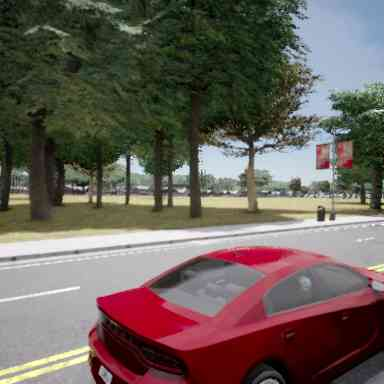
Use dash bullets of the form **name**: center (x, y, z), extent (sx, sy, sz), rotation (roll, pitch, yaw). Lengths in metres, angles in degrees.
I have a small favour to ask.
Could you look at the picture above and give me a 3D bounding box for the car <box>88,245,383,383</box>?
- **car**: center (1.210, 1.477, 4.462), extent (5.008, 1.535, 1.882), rotation (0, 0, -37)
